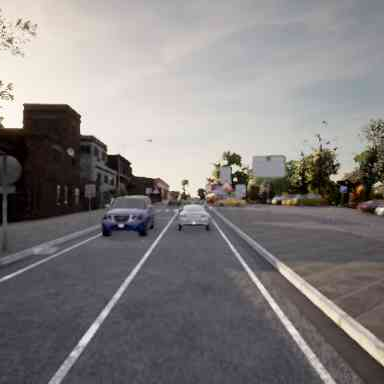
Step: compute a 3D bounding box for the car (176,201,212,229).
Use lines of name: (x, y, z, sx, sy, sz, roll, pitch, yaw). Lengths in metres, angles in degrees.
car: (0.103, 1.536, 21.376, 1.812, 1.442, 4.674, 0, 0, 0)

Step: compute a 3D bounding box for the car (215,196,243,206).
car: (6.319, 1.538, 56.856, 4.553, 1.767, 2.185, 0, -1, 0)

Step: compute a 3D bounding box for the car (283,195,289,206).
car: (18.746, 1.651, 56.175, 5.366, 1.575, 1.946, 0, -1, 0)

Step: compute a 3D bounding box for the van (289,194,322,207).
van: (18.465, 1.380, 53.383, 4.442, 1.987, 1.878, 0, -1, 0)

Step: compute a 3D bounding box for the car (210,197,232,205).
car: (6.171, 1.935, 72.033, 4.553, 1.767, 2.185, 0, -2, -1)

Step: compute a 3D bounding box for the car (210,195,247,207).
car: (6.124, 1.610, 53.935, 5.366, 1.575, 1.946, 0, -1, 0)

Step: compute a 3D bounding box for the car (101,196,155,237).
car: (-3.338, 1.230, 18.411, 2.150, 2.045, 5.566, 0, 0, 0)

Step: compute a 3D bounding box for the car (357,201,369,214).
car: (18.706, 1.499, 32.586, 4.674, 1.452, 2.002, 0, 0, 0)

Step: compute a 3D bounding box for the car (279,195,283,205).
car: (18.727, 1.704, 58.835, 5.366, 1.575, 1.946, 0, -1, 0)

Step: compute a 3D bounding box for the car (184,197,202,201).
car: (0.117, 1.361, 39.128, 2.097, 1.767, 4.553, 0, 0, 0)

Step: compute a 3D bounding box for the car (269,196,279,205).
car: (18.470, 1.589, 64.555, 5.566, 2.045, 2.435, 0, -2, -1)

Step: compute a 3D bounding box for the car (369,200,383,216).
car: (18.774, 1.331, 29.416, 4.553, 1.767, 2.185, 0, 0, 0)

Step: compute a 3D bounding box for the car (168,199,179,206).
car: (-3.294, 1.858, 59.908, 1.895, 1.301, 4.718, 0, -1, 1)

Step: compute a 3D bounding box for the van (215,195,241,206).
van: (6.381, 1.503, 59.896, 4.442, 1.987, 1.878, 0, -1, 0)
